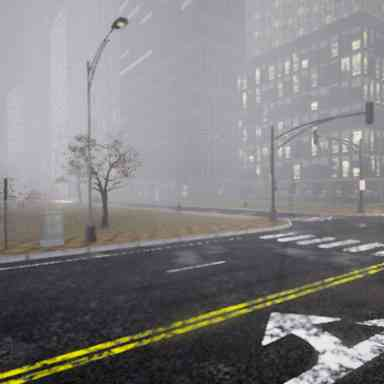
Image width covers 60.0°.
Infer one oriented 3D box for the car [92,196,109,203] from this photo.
[{"bbox_3d":[-16.224,1.321,58.126,1.895,1.301,4.718,-1,1,-35],"label":"car"}]
